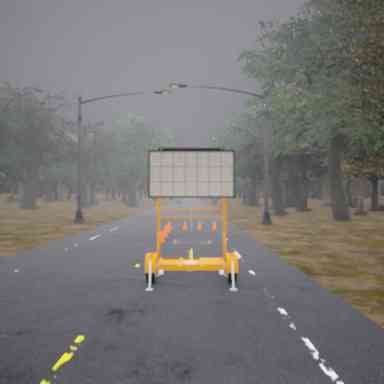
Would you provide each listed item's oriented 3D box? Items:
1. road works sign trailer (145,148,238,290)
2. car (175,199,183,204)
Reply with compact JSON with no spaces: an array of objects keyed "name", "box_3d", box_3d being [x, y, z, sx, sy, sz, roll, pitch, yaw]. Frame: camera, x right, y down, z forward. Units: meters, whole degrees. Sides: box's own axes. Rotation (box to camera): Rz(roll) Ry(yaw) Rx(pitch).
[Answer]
[{"name":"road works sign trailer","box_3d":[-0.014,0.568,9.333,2.380,3.560,2.880,0,-1,0]},{"name":"car","box_3d":[-3.476,2.587,89.391,2.033,1.411,5.357,0,-1,0]}]
